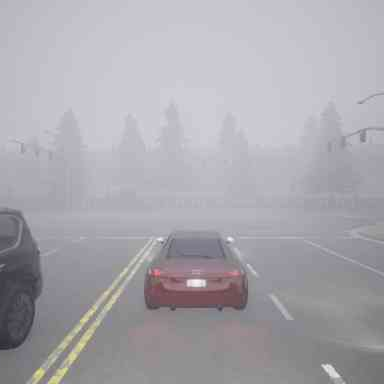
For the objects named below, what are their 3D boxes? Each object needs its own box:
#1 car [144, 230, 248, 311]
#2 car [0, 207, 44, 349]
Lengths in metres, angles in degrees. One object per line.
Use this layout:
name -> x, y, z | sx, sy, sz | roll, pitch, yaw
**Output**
car -> 0.075, 1.564, 7.826 | 1.994, 1.385, 4.181 | 0, 0, 0
car -> -3.572, 1.223, 3.355 | 2.150, 2.045, 5.566 | 0, 0, 0
